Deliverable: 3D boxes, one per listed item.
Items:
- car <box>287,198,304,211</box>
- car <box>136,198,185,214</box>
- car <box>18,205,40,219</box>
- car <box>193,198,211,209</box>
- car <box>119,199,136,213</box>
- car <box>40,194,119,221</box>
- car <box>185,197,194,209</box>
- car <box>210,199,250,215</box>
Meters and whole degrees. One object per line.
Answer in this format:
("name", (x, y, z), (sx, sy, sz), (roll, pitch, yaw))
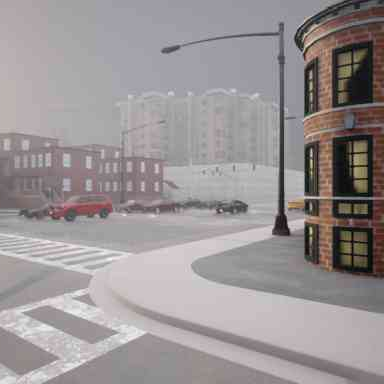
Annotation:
("car", (13.184, 1.478, 40.296), (1.882, 1.535, 5.008), (0, 0, 36))
("car", (-3.313, 1.478, 35.610), (1.882, 1.535, 5.008), (0, 0, 36))
("car", (-12.189, 1.547, 29.221), (2.033, 1.411, 5.357), (0, 0, 36))
("car", (2.538, 1.564, 43.761), (1.994, 1.385, 4.181), (0, 0, 35))
("car", (-6.460, 1.526, 37.213), (1.812, 1.442, 4.674), (0, 0, 35))
("car", (-9.109, 1.221, 27.509), (2.150, 2.045, 5.566), (0, 0, 36))
("car", (-0.682, 1.492, 45.275), (2.128, 1.511, 4.902), (0, 0, 36))
("car", (4.204, 1.504, 33.769), (1.837, 1.490, 4.892), (0, 0, 35))
